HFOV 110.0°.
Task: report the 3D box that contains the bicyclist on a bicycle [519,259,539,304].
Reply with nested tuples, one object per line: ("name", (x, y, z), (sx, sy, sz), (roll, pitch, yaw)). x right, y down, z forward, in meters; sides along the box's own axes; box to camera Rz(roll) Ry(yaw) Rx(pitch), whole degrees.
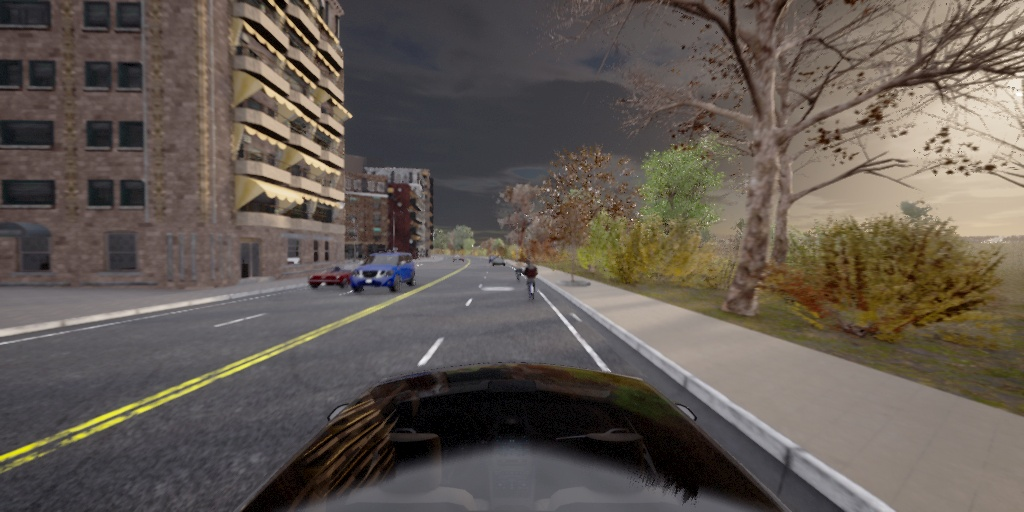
("bicyclist on a bicycle", (0.761, 1.007, 14.469), (0.659, 1.776, 1.843), (0, 1, -1))

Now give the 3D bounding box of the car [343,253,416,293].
("car", (-6.854, 0.826, 19.736), (2.150, 2.045, 5.566), (0, 0, -2))

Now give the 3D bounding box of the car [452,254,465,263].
("car", (-9.071, 0.366, 60.909), (1.882, 1.535, 5.008), (0, 1, -5))

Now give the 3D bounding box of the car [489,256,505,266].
("car", (-2.151, 0.820, 56.913), (1.994, 1.385, 4.181), (0, 1, -4))

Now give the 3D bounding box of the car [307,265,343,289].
("car", (-10.148, 1.194, 21.390), (1.895, 1.301, 4.718), (0, 1, -2))

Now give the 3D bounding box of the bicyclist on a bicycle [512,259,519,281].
("bicyclist on a bicycle", (0.468, 0.981, 24.817), (0.866, 1.612, 1.509), (0, 1, -2))
